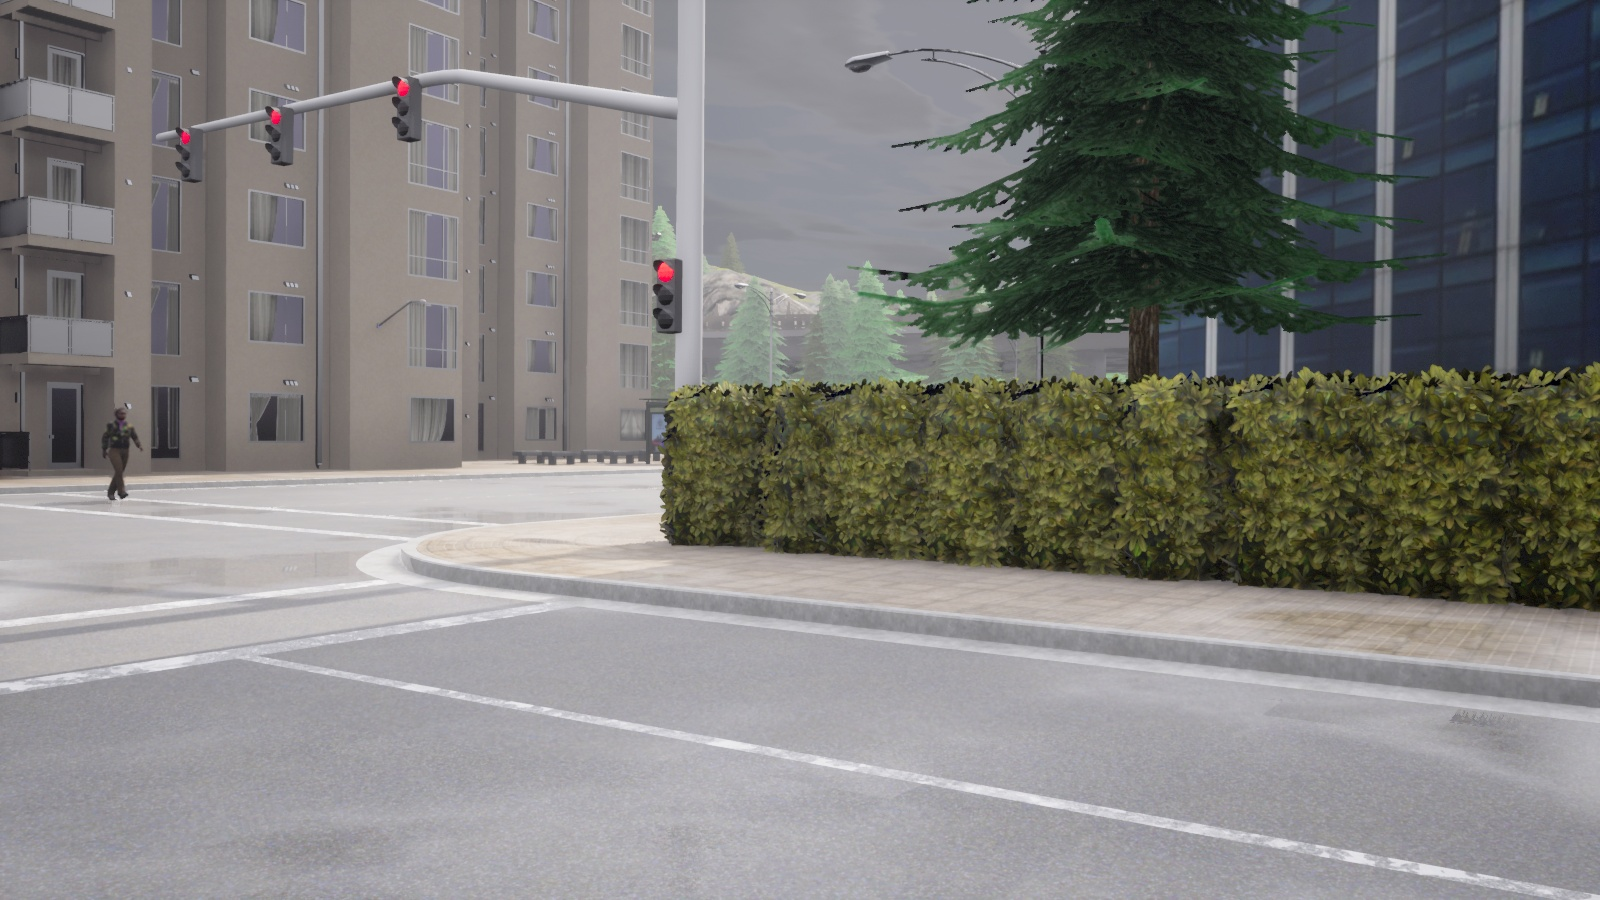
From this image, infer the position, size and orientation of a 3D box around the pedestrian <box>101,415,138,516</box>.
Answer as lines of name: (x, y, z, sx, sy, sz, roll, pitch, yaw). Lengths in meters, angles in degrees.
pedestrian: (-13.122, 0.288, 24.216, 0.692, 1.930, 0.395, 0, 1, 41)
